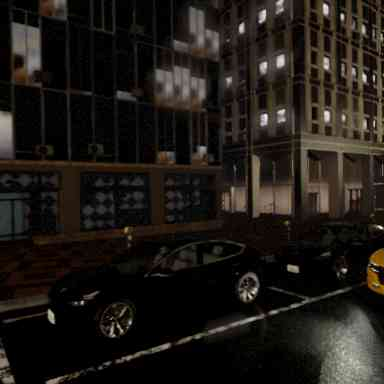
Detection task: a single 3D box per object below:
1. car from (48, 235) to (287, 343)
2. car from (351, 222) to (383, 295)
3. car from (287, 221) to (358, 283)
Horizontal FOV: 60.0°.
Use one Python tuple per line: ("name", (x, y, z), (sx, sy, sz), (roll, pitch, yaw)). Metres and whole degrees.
("car", (-0.418, 1.558, 6.444), (4.313, 1.339, 1.947), (0, -1, -35))
("car", (5.932, 1.455, 7.538), (5.008, 1.535, 1.882), (0, 0, -35))
("car", (4.301, 1.543, 9.600), (4.313, 1.339, 1.947), (0, -1, -35))
